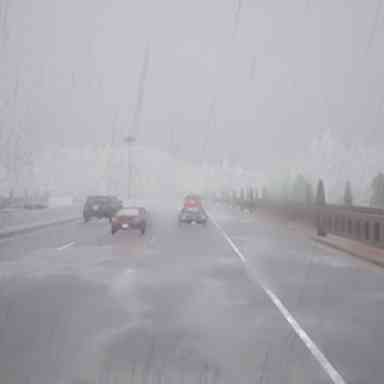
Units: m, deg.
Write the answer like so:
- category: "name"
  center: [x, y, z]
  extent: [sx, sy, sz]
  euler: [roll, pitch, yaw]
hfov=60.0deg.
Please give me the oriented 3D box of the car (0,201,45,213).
- category: "car"
  center: [-14.104, 1.618, 27.144]
  extent: [1.994, 1.385, 4.181]
  euler: [0, 0, 0]

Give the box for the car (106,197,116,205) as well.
- category: "car"
  center: [-16.547, 1.754, 68.294]
  extent: [1.837, 1.490, 4.892]
  euler: [0, 0, -13]

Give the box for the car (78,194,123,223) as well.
- category: "car"
  center: [-6.908, 1.275, 26.500]
  extent: [2.150, 2.045, 5.566]
  euler: [0, 0, 0]

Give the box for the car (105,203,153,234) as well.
- category: "car"
  center: [-3.406, 1.559, 19.282]
  extent: [1.812, 1.442, 4.674]
  euler: [0, 0, 0]

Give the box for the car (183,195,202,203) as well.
- category: "car"
  center: [0.098, 1.329, 41.353]
  extent: [2.150, 2.045, 5.566]
  euler: [0, 0, 0]

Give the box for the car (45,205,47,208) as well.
- category: "car"
  center: [-17.608, 1.685, 35.993]
  extent: [1.895, 1.301, 4.718]
  euler: [0, 0, 0]

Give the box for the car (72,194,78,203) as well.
- category: "car"
  center: [-26.419, 1.557, 76.734]
  extent: [2.150, 2.045, 5.566]
  euler: [0, 0, -18]

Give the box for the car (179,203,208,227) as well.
- category: "car"
  center: [0.093, 1.644, 22.958]
  extent: [1.895, 1.301, 4.718]
  euler: [0, 0, 0]

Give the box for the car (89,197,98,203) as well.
- category: "car"
  center: [-22.939, 1.876, 77.382]
  extent: [1.994, 1.385, 4.181]
  euler: [0, 0, -18]
